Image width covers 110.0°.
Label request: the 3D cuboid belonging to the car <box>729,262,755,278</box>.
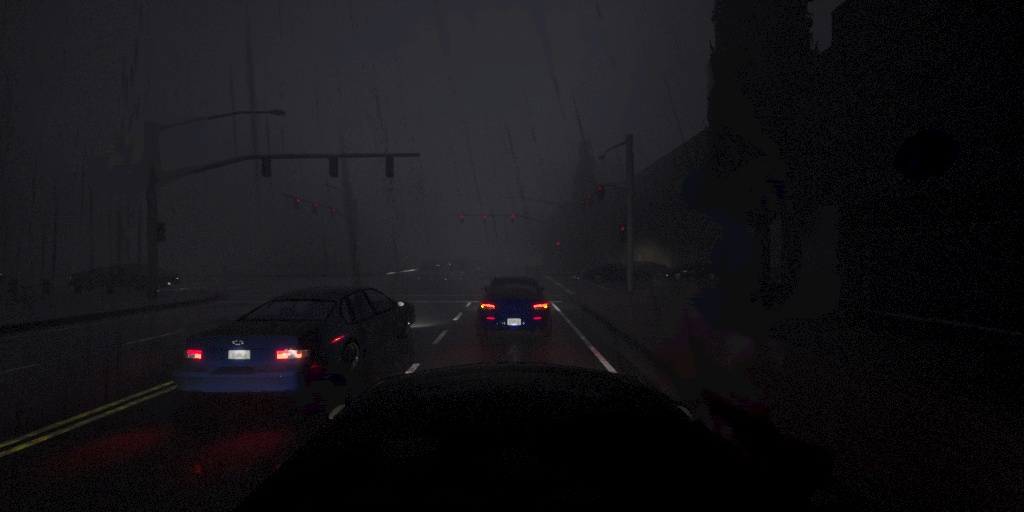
[{"bbox_3d":[21.633,1.297,33.322,5.357,1.411,2.033,0,0,0],"label":"car"}]

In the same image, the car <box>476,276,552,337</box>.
[{"bbox_3d":[0.058,1.276,10.161,1.812,1.442,4.674,0,0,0],"label":"car"}]

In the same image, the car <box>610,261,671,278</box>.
[{"bbox_3d":[11.895,1.241,33.342,4.902,1.511,2.128,0,0,0],"label":"car"}]

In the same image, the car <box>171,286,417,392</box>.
[{"bbox_3d":[-3.449,1.297,7.060,2.033,1.411,5.357,0,0,0],"label":"car"}]

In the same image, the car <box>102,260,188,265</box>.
[{"bbox_3d":[-26.304,1.255,25.289,4.892,1.490,1.837,0,0,0],"label":"car"}]

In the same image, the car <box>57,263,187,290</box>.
[{"bbox_3d":[-23.517,1.297,21.803,5.357,1.411,2.033,0,0,0],"label":"car"}]

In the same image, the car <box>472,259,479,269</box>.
[{"bbox_3d":[-7.061,1.228,58.826,1.882,1.535,5.008,0,0,2],"label":"car"}]

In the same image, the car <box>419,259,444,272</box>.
[{"bbox_3d":[-10.803,1.228,47.233,1.882,1.535,5.008,0,0,1],"label":"car"}]

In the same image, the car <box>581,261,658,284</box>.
[{"bbox_3d":[7.577,1.227,26.111,5.008,1.535,1.882,0,0,0],"label":"car"}]

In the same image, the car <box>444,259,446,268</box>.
[{"bbox_3d":[-10.617,1.255,56.572,1.837,1.490,4.892,0,0,1],"label":"car"}]

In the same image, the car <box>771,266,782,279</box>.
[{"bbox_3d":[24.033,1.102,29.816,4.553,1.767,2.097,0,0,0],"label":"car"}]

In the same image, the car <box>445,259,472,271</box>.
[{"bbox_3d":[-7.270,1.241,49.284,2.128,1.511,4.902,0,0,1],"label":"car"}]

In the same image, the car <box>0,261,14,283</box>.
[{"bbox_3d":[-38.871,1.276,25.242,4.674,1.442,1.812,0,0,0],"label":"car"}]

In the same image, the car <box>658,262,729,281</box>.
[{"bbox_3d":[14.827,1.255,29.836,4.892,1.490,1.837,0,0,0],"label":"car"}]
